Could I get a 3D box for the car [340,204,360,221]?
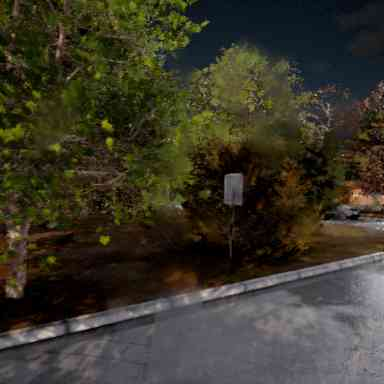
[{"bbox_3d":[12.681,1.742,29.723,1.994,1.385,4.181,1,-1,-35],"label":"car"}]
